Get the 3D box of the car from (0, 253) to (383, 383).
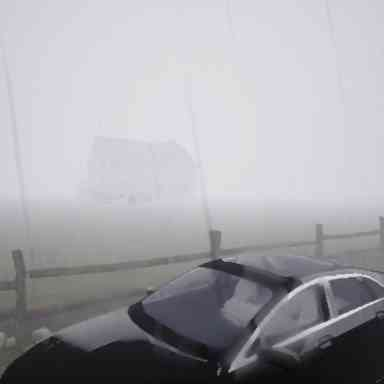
[{"bbox_3d":[0.656,1.501,3.537,4.902,1.511,2.128,0,0,-35],"label":"car"}]
